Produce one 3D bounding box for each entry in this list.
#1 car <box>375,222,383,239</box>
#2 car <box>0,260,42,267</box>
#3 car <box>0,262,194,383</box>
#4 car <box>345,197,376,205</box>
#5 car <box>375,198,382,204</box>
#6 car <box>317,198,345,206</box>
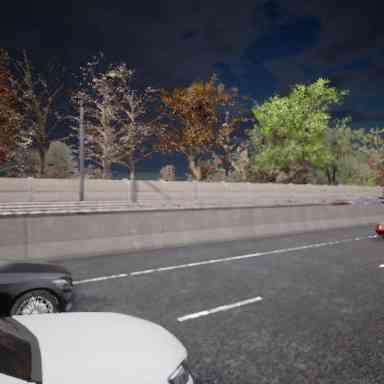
[{"bbox_3d":[10.705,1.619,15.688,4.718,1.301,1.895,0,0,-36],"label":"car"},{"bbox_3d":[-4.228,1.525,5.028,4.674,1.442,1.812,0,0,-36],"label":"car"},{"bbox_3d":[-2.135,1.525,2.222,4.674,1.442,1.812,0,0,-36],"label":"car"},{"bbox_3d":[21.243,1.416,40.636,4.553,1.767,2.097,0,0,-35],"label":"car"},{"bbox_3d":[23.261,1.571,37.781,4.892,1.490,1.837,0,0,-35],"label":"car"},{"bbox_3d":[18.116,1.539,42.707,5.008,1.535,1.882,0,0,-35],"label":"car"}]
